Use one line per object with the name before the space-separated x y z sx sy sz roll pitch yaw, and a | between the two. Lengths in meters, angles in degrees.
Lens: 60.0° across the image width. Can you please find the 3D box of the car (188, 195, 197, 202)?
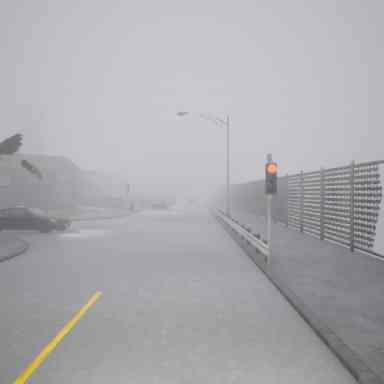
car | 0.066 1.539 78.648 2.033 1.411 5.357 0 0 0

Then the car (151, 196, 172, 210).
car | -4.062 1.477 42.801 1.882 1.535 5.008 0 0 0

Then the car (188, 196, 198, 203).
car | 0.161 1.547 68.020 2.033 1.411 5.357 0 0 -1

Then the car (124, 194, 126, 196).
car | -17.212 1.133 78.245 3.633 1.501 1.845 0 0 0

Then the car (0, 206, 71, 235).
car | -9.135 1.525 18.594 4.674 1.442 1.812 0 0 11

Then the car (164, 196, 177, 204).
car | -4.005 1.547 62.975 2.033 1.411 5.357 0 0 0

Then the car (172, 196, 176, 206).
car | -4.047 1.504 52.519 1.837 1.490 4.892 0 0 0
